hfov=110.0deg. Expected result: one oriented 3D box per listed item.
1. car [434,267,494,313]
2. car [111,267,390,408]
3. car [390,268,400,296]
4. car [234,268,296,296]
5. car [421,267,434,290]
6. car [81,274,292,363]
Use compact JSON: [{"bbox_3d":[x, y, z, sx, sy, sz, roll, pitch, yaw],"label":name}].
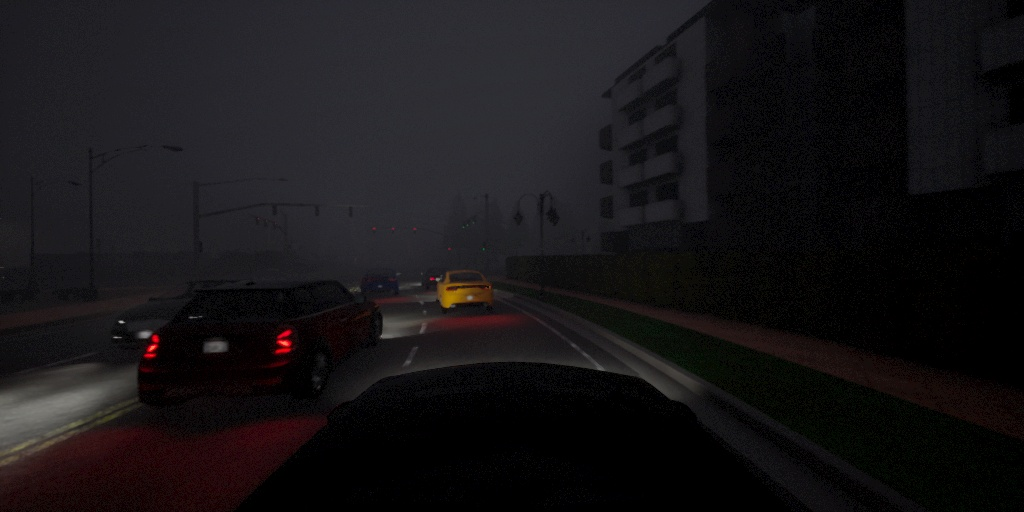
[{"bbox_3d":[-2.036,1.300,14.672,1.882,1.535,5.008,-1,0,-14],"label":"car"},{"bbox_3d":[-3.945,1.173,6.640,2.097,1.767,4.553,-1,0,-6],"label":"car"},{"bbox_3d":[-7.456,1.393,20.492,1.882,1.535,5.008,-1,0,-18],"label":"car"},{"bbox_3d":[-16.015,1.590,23.590,2.033,1.411,5.357,-1,0,-19],"label":"car"},{"bbox_3d":[-5.100,1.445,24.482,2.033,1.411,5.357,-1,0,-19],"label":"car"},{"bbox_3d":[-8.110,1.379,9.785,2.128,1.511,4.902,-1,0,-13],"label":"car"}]
